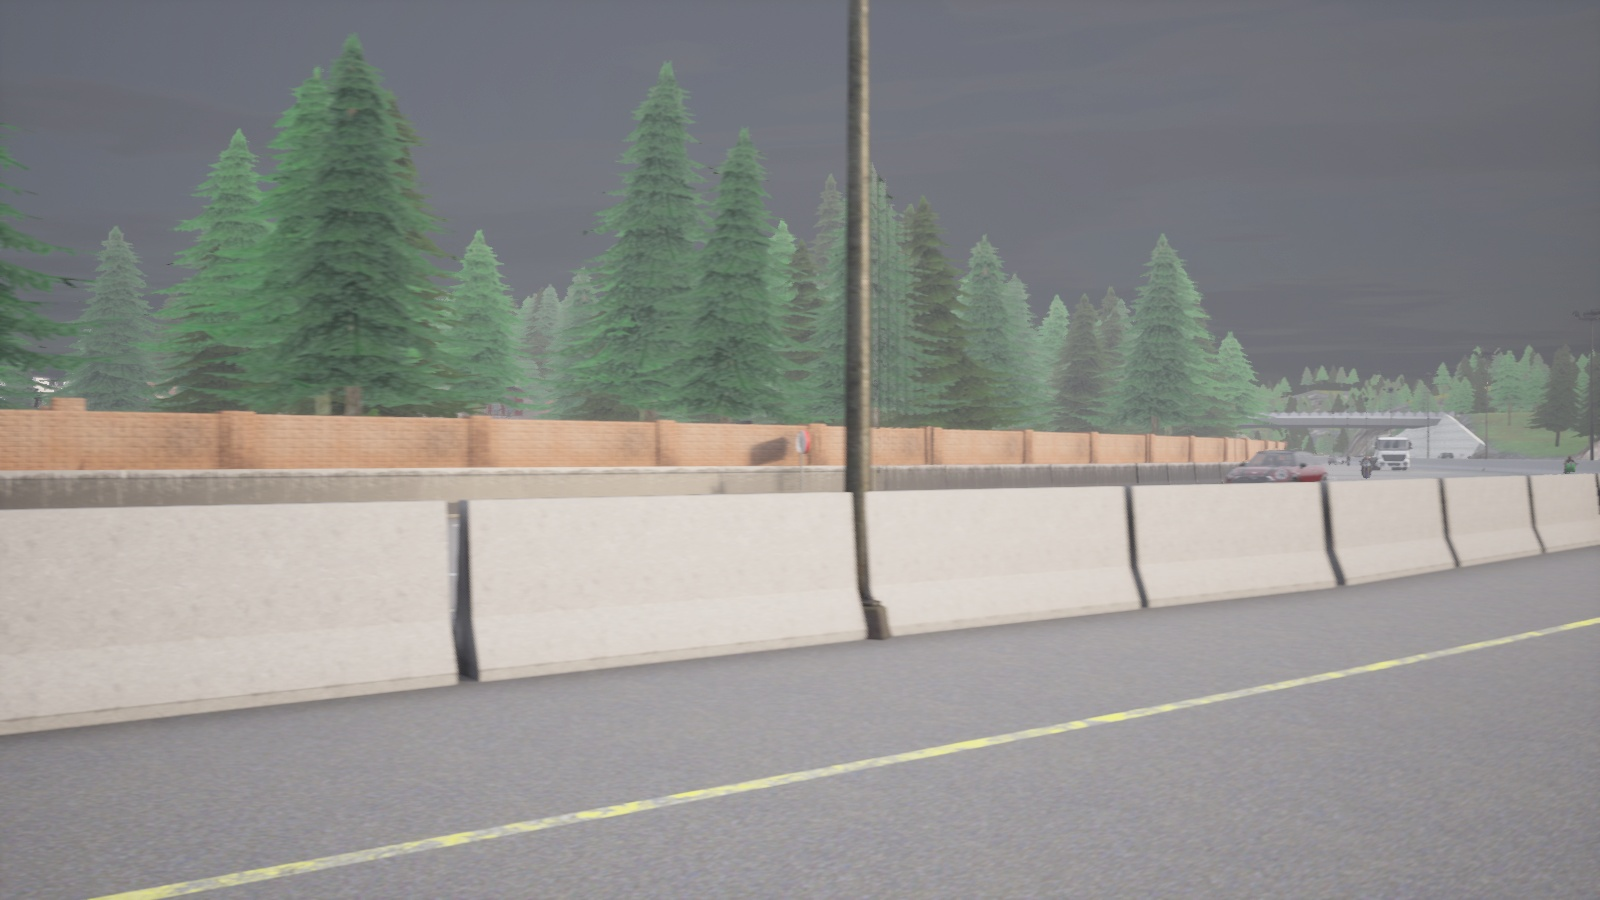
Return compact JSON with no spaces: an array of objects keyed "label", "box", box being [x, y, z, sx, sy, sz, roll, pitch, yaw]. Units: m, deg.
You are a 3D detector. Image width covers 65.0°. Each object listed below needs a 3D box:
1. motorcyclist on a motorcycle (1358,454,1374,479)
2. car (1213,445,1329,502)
[{"label":"motorcyclist on a motorcycle","box":[35.300,0.997,78.259,0.866,1.530,2.191,-1,-1,25]},{"label":"car","box":[15.538,0.729,41.302,2.097,1.767,4.553,0,0,41]}]
